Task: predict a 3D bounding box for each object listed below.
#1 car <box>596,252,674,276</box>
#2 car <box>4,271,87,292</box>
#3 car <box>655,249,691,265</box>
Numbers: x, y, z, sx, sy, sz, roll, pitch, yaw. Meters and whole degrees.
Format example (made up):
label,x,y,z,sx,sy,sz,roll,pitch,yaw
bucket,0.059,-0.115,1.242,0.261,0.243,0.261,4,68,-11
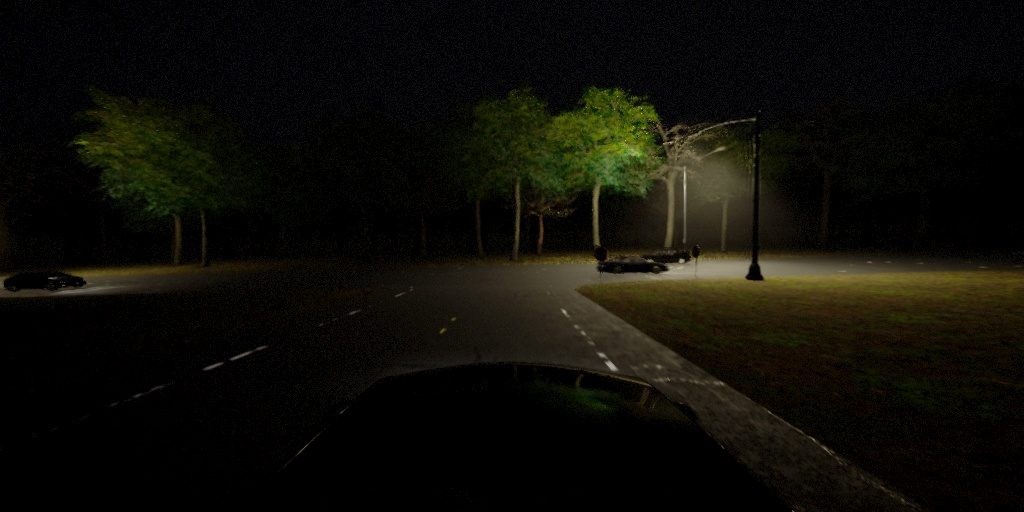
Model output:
label,x,y,z,sx,sy,sz,roll,pitch,yaw
car,9.414,0.734,28.256,5.357,1.411,2.033,-1,4,0
car,-36.403,1.926,28.014,4.892,1.490,1.837,-1,4,0
car,14.822,0.099,35.215,5.008,1.535,1.882,-3,4,0
